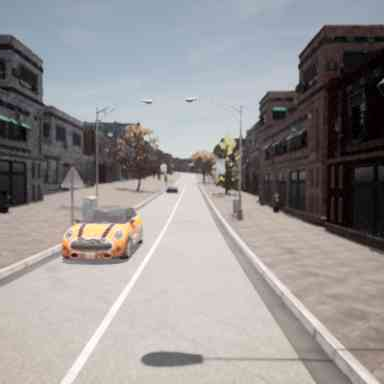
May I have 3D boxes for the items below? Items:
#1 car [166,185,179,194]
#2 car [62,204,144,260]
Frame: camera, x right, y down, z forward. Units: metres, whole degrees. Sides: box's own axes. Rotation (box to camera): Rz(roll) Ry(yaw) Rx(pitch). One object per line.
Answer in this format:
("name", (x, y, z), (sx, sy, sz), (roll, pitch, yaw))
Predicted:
("car", (-3.112, -0.440, 52.886), (1.895, 1.301, 4.718), (0, 3, 0))
("car", (-3.111, 1.316, 12.426), (2.097, 1.767, 4.553), (0, 1, 0))
